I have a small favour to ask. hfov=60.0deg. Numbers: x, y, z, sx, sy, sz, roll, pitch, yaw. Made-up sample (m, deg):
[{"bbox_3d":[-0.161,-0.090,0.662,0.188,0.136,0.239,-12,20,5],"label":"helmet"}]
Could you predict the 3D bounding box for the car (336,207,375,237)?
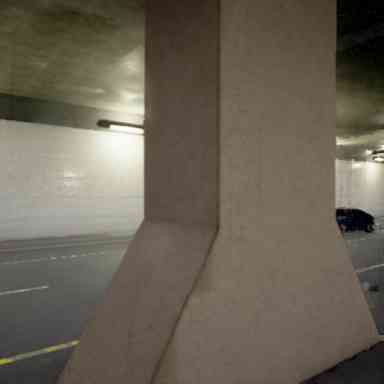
[{"bbox_3d":[8.424,1.605,18.596,4.674,1.442,1.812,0,0,-35],"label":"car"}]
